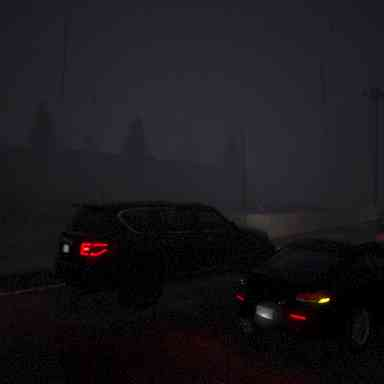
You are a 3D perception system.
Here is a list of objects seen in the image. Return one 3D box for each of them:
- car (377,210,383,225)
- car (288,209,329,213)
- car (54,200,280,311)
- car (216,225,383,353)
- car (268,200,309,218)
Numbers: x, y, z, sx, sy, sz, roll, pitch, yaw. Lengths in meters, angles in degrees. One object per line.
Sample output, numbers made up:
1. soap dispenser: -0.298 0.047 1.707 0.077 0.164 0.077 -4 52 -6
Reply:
1. car: 13.143 1.648 20.907 1.837 1.490 4.892 0 0 43
2. car: 10.175 1.719 28.215 1.994 1.385 4.181 0 0 42
3. car: -0.356 1.243 8.112 5.566 2.045 2.150 2 -1 -39
4. car: 2.823 1.562 6.204 4.674 1.442 1.812 0 0 -39
5. car: 9.588 1.647 32.758 1.882 1.535 5.008 0 0 42
